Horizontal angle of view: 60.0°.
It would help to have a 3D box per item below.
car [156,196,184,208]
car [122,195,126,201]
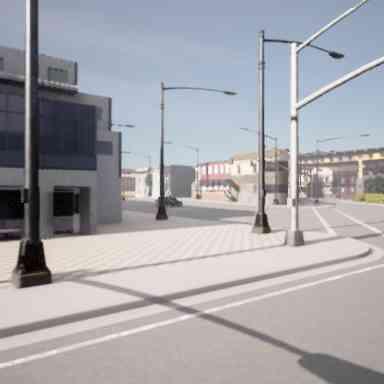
[{"bbox_3d":[-2.997,1.315,44.299,1.837,1.490,4.892,0,1,-36],"label":"car"},{"bbox_3d":[-13.135,0.928,58.334,1.994,1.385,4.181,0,1,-36],"label":"car"}]
